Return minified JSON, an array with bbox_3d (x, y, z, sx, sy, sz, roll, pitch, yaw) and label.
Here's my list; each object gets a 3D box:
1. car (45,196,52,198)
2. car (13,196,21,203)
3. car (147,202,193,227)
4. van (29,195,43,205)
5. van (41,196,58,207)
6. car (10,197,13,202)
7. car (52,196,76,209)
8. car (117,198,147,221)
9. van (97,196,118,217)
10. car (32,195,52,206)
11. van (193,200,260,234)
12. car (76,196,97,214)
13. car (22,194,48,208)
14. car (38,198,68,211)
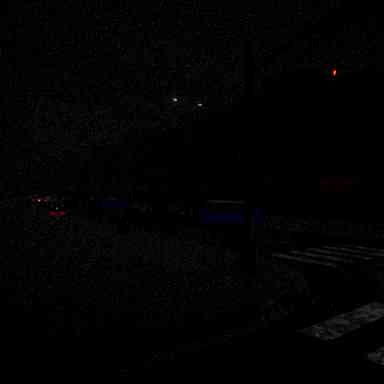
[{"bbox_3d":[-20.324,1.701,50.257,2.008,1.369,4.403,0,0,-36],"label":"car"},{"bbox_3d":[-39.518,1.696,76.920,1.967,1.590,4.097,0,0,-36],"label":"car"},{"bbox_3d":[-1.130,1.487,23.595,1.967,1.590,4.097,0,0,-36],"label":"car"},{"bbox_3d":[-29.921,1.544,63.588,1.690,1.788,3.998,0,0,-36],"label":"van"},{"bbox_3d":[-23.523,1.509,54.701,1.690,1.788,3.998,0,0,-36],"label":"van"},{"bbox_3d":[-42.816,1.800,81.502,1.752,1.417,4.829,0,0,-36],"label":"car"},{"bbox_3d":[-17.126,1.447,45.813,2.192,1.841,5.009,0,0,-36],"label":"car"},{"bbox_3d":[-4.329,1.503,28.038,1.967,1.590,4.097,0,0,-36],"label":"car"},{"bbox_3d":[-7.529,1.420,32.482,1.690,1.788,3.998,0,0,-36],"label":"van"},{"bbox_3d":[-26.722,1.501,59.145,2.192,1.841,5.009,0,0,-36],"label":"car"},{"bbox_3d":[2.068,1.373,19.151,1.690,1.788,3.998,0,0,-36],"label":"van"},{"bbox_3d":[-10.728,1.412,36.923,2.192,1.841,5.009,0,0,-36],"label":"car"},{"bbox_3d":[-23.725,1.377,50.472,2.150,2.045,5.566,0,0,-36],"label":"car"},{"bbox_3d":[-17.644,1.722,42.109,1.895,1.301,4.718,0,0,-35],"label":"car"}]
